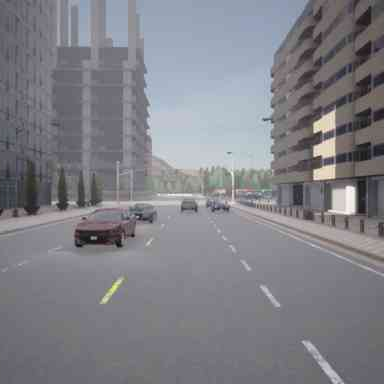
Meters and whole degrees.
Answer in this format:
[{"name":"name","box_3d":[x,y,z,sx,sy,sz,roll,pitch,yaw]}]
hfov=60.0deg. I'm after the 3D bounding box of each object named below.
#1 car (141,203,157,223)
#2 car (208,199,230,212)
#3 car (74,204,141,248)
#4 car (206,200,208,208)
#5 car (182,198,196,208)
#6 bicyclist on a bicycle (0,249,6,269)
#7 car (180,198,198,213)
[{"name":"car","box_3d":[-3.778,1.564,25.135,1.994,1.385,4.181,0,0,1]},{"name":"car","box_3d":[3.154,1.601,38.038,1.895,1.301,4.718,0,0,0]},{"name":"car","box_3d":[-3.751,1.478,15.112,1.882,1.535,5.008,0,0,-1]},{"name":"car","box_3d":[2.980,1.601,48.051,1.895,1.301,4.718,0,0,-1]},{"name":"car","box_3d":[-0.458,1.547,48.150,2.033,1.411,5.357,0,0,-1]},{"name":"bicyclist on a bicycle","box_3d":[-6.096,1.455,9.388,1.656,1.620,0.582,-2,0,-1]},{"name":"car","box_3d":[-0.313,1.491,37.770,2.128,1.511,4.902,0,0,-1]}]
